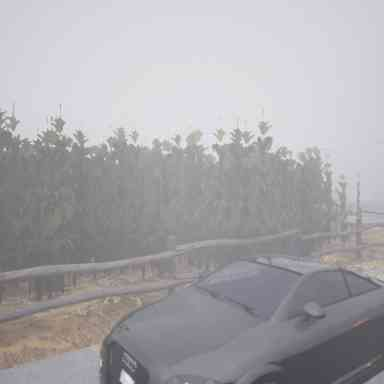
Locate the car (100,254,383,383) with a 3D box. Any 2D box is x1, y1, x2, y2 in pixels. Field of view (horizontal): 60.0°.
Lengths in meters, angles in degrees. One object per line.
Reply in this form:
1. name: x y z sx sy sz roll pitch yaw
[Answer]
1. car: 1.027 1.564 4.220 4.181 1.385 1.994 0 0 -35
